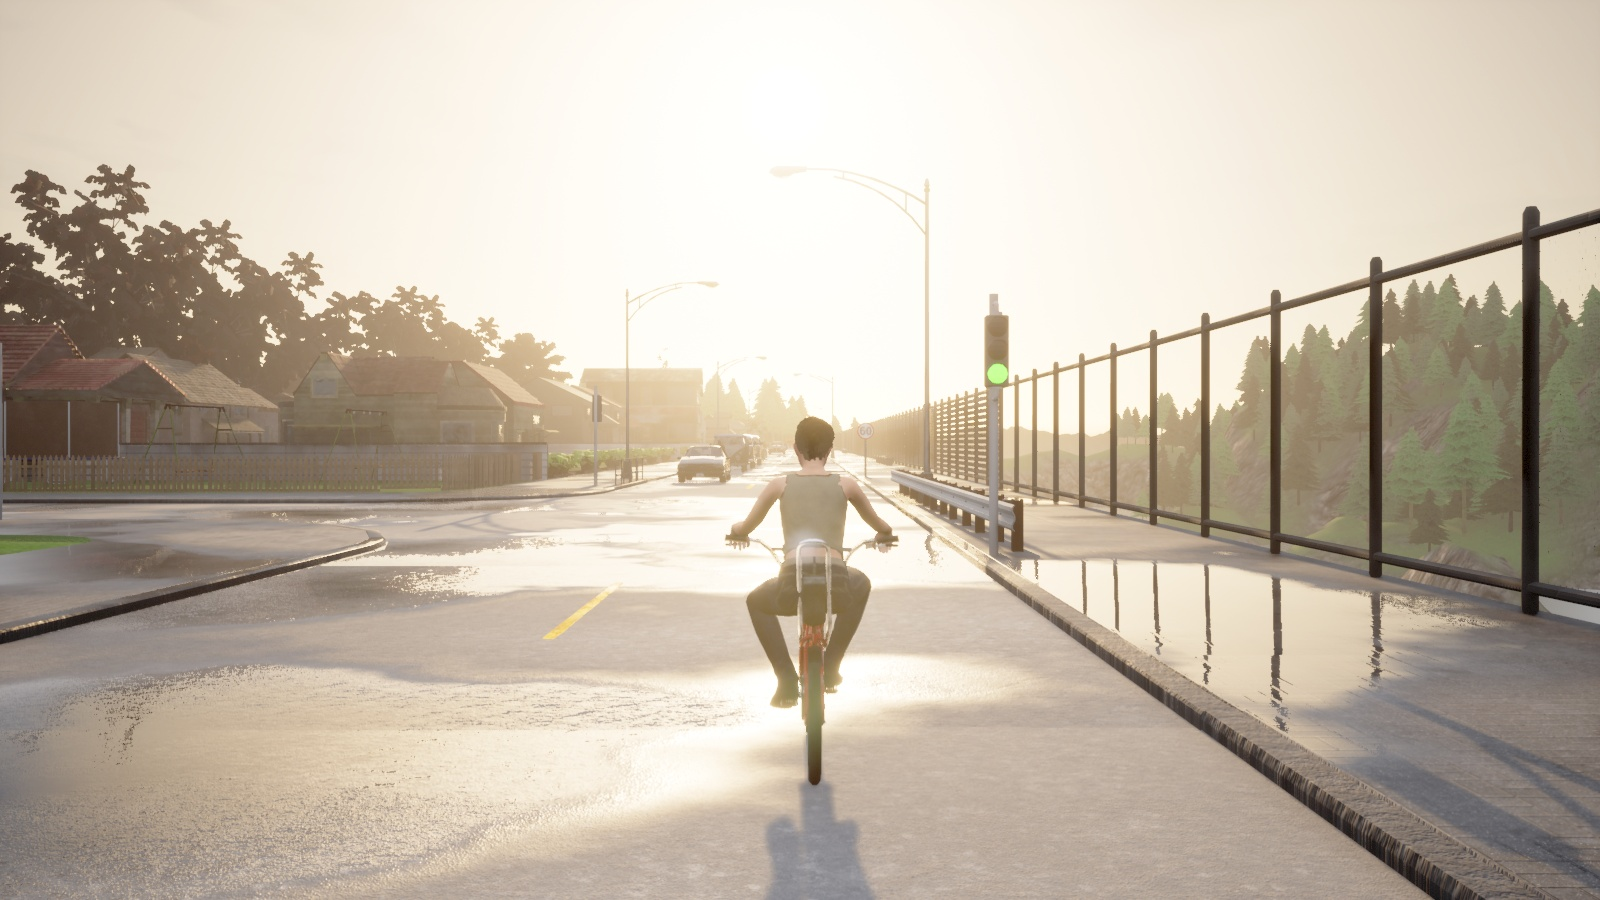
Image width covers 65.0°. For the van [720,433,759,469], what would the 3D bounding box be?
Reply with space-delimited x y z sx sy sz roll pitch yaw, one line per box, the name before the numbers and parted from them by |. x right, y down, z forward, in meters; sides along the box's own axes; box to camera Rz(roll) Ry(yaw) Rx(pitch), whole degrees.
van | -3.543 0.049 73.999 2.069 2.038 4.480 0 0 0

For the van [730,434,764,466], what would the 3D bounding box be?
van | -3.488 -0.010 83.834 2.069 2.038 4.480 0 1 0

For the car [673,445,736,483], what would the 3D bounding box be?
car | -3.690 0.513 49.200 2.033 1.411 5.357 0 0 0

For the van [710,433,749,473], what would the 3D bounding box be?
van | -3.597 0.131 64.813 1.775 1.987 4.442 0 0 0

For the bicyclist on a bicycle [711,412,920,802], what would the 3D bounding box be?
bicyclist on a bicycle | 0.058 0.650 5.953 0.866 1.612 1.509 0 0 0
